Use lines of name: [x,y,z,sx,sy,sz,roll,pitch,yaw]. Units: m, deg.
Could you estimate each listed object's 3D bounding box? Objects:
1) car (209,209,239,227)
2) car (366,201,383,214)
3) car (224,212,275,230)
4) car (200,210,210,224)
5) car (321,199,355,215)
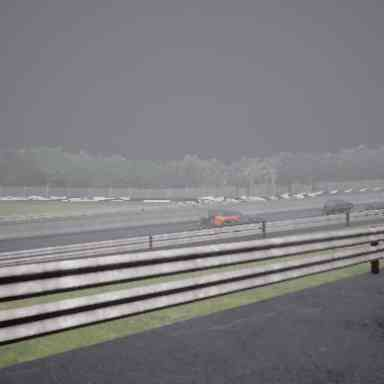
car: [4.755,2.894,37.218,4.553,1.767,2.097,-3,2,-25]
car: [24.454,1.964,42.459,4.902,1.511,2.128,-3,2,-25]
car: [6.270,3.064,34.064,4.902,1.511,2.128,-3,2,-25]
car: [3.287,2.875,40.395,4.553,1.767,2.097,-3,2,-25]
car: [19.357,2.149,43.961,4.892,1.490,1.837,-3,2,-25]
